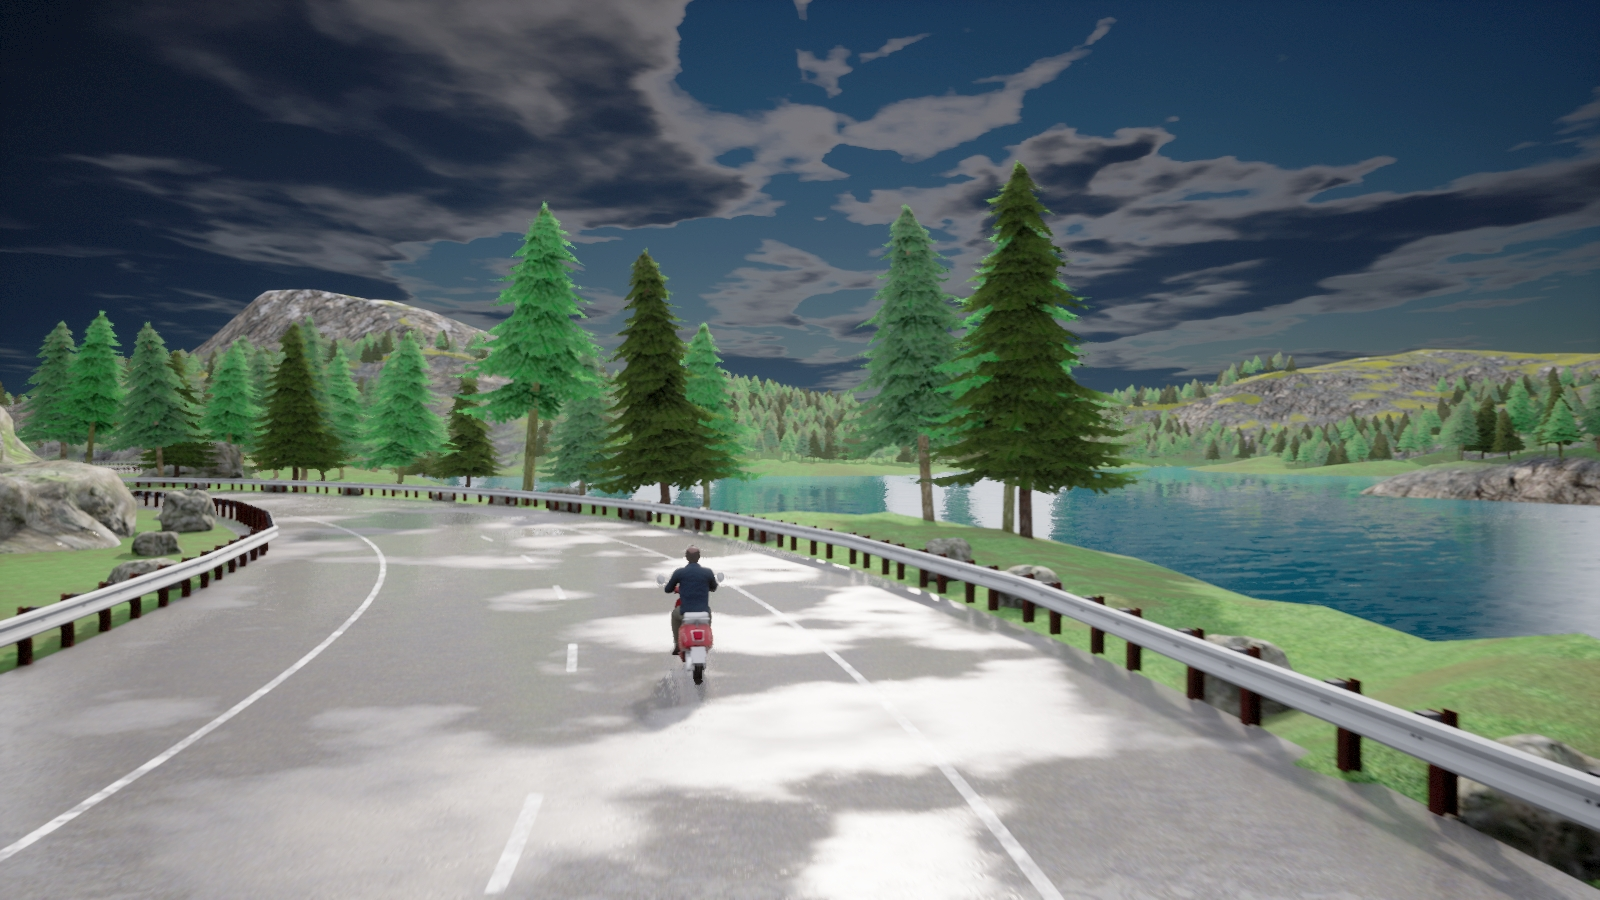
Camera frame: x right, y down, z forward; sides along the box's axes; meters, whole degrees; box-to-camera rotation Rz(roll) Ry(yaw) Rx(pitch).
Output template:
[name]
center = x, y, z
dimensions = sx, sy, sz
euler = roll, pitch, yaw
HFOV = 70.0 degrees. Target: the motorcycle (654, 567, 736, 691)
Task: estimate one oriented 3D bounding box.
[motorcycle]
center = -1.337, 2.182, 14.262
dimensions = 0.856, 1.236, 1.805
euler = 0, 0, -10
